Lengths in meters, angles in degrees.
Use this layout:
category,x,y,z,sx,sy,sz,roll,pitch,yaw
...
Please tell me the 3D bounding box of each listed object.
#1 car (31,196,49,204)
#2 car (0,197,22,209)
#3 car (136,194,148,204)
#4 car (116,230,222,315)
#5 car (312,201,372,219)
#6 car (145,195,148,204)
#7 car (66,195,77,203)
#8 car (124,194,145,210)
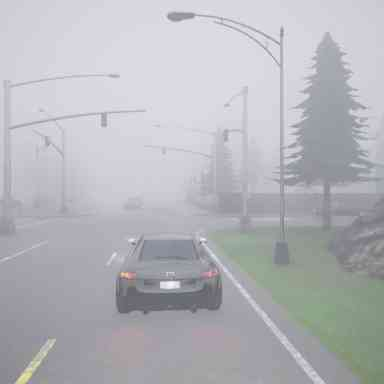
category,x,y,z,sx,sy,sz,roll,pitch,yaw
car,-25.893,1.384,56.700,1.970,1.475,3.806,0,0,-5
car,-21.330,1.340,38.409,2.007,1.523,4.514,0,0,-5
car,-9.477,1.352,63.152,2.097,1.767,4.553,0,0,-5
car,-0.556,1.564,7.701,1.994,1.385,4.181,0,0,-5
car,12.716,1.492,28.334,4.902,1.511,2.128,0,0,-7
car,-8.538,1.564,52.942,1.994,1.385,4.181,0,0,-5
car,-23.555,1.374,64.347,1.845,1.501,3.633,0,0,-5
car,-7.608,1.352,43.092,2.097,1.767,4.553,0,0,-5
